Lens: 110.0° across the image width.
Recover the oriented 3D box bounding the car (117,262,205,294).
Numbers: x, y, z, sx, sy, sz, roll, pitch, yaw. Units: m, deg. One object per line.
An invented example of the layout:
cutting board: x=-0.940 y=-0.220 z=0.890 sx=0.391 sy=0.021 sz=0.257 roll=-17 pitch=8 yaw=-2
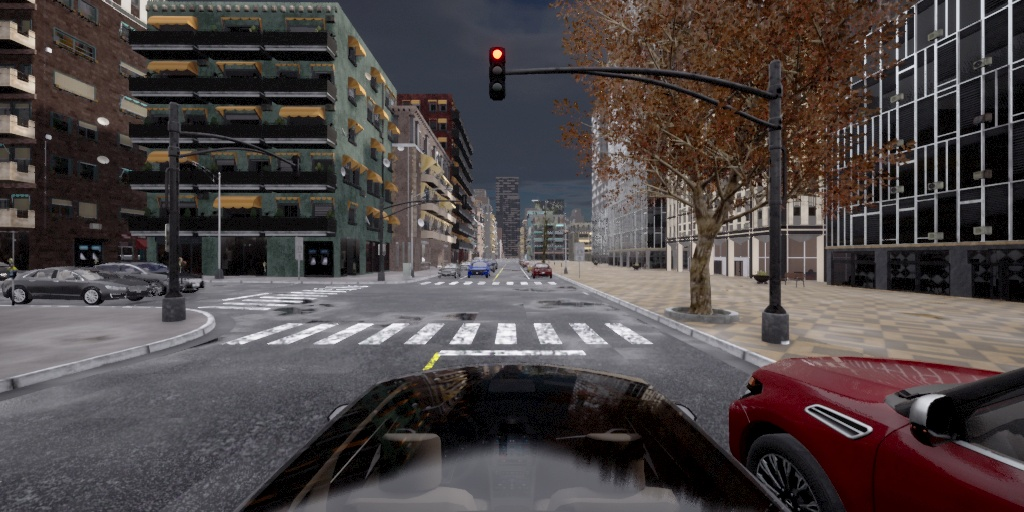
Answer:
car: x=-16.775 y=1.032 z=16.239 sx=4.902 sy=1.511 sz=2.128 roll=1 pitch=0 yaw=0

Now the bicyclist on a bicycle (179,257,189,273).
bicyclist on a bicycle: x=-23.168 y=0.761 z=24.917 sx=0.582 sy=1.620 sz=1.656 roll=1 pitch=0 yaw=-1

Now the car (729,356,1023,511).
car: x=2.692 y=1.065 z=0.684 sx=2.192 sy=1.841 sz=5.009 roll=0 pitch=0 yaw=0

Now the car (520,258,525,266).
car: x=2.694 y=1.375 z=60.734 sx=1.802 sy=1.307 sz=4.207 roll=0 pitch=0 yaw=0

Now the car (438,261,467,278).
car: x=-5.688 y=1.312 z=33.072 sx=2.007 sy=1.370 sz=4.403 roll=0 pitch=0 yaw=0

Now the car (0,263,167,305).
car: x=-16.434 y=1.091 z=13.656 sx=4.403 sy=1.370 sz=2.007 roll=0 pitch=0 yaw=-1

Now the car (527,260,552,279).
car: x=2.692 y=1.307 z=33.071 sx=1.888 sy=1.381 sz=4.507 roll=0 pitch=0 yaw=0

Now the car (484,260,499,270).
car: x=-3.080 y=1.333 z=54.720 sx=2.033 sy=1.411 sz=5.357 roll=0 pitch=0 yaw=0

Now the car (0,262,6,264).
car: x=-33.187 y=0.869 z=21.868 sx=4.403 sy=1.370 sz=2.007 roll=0 pitch=0 yaw=-1

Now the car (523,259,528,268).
car: x=2.693 y=1.298 z=44.307 sx=1.751 sy=1.417 sz=4.829 roll=0 pitch=0 yaw=0

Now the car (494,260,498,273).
car: x=-3.087 y=1.337 z=44.357 sx=1.994 sy=1.385 sz=4.181 roll=0 pitch=0 yaw=0

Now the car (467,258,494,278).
car: x=-3.091 y=1.241 z=34.359 sx=1.882 sy=1.535 sz=5.008 roll=0 pitch=0 yaw=0
